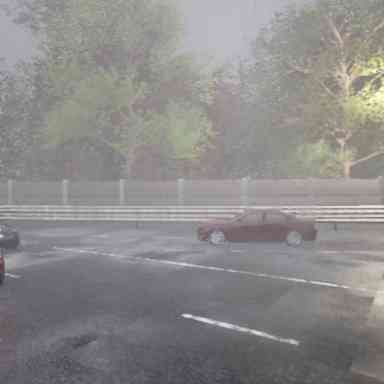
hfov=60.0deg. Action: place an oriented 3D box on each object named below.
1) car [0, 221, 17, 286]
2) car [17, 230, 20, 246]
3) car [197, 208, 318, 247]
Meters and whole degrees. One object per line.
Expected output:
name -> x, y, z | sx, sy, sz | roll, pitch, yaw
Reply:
car -> -6.512, 1.374, 7.785 | 4.553, 1.767, 2.097 | 0, 0, 31
car -> -8.755, 1.591, 13.016 | 4.181, 1.385, 1.994 | 0, 0, 28
car -> 2.724, 1.466, 14.245 | 5.008, 1.535, 1.882 | 0, 0, 6
